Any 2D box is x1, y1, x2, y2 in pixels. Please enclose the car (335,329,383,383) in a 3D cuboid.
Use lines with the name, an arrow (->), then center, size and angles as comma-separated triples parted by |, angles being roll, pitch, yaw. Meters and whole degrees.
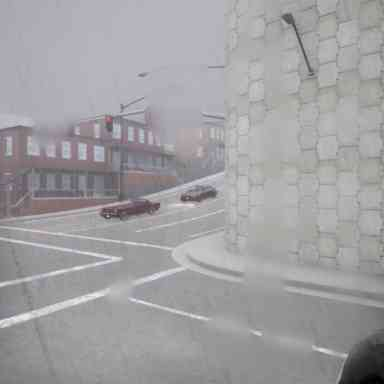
car -> 3.327, 1.492, 1.591 | 4.902, 1.511, 2.128 | 0, 0, 36

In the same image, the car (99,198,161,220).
car -> -4.542, 1.187, 24.715 | 1.895, 1.301, 4.718 | 0, 5, 35

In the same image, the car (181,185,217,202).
car -> 0.690, 0.078, 32.099 | 1.994, 1.385, 4.181 | 0, 9, 36
